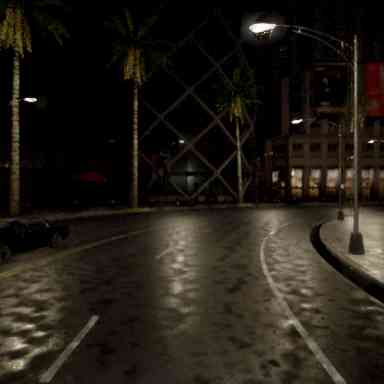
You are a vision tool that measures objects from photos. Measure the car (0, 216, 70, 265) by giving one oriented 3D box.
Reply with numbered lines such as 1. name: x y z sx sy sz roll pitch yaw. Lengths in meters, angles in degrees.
1. car: -6.383 1.584 11.830 1.895 1.301 4.718 0 0 9
